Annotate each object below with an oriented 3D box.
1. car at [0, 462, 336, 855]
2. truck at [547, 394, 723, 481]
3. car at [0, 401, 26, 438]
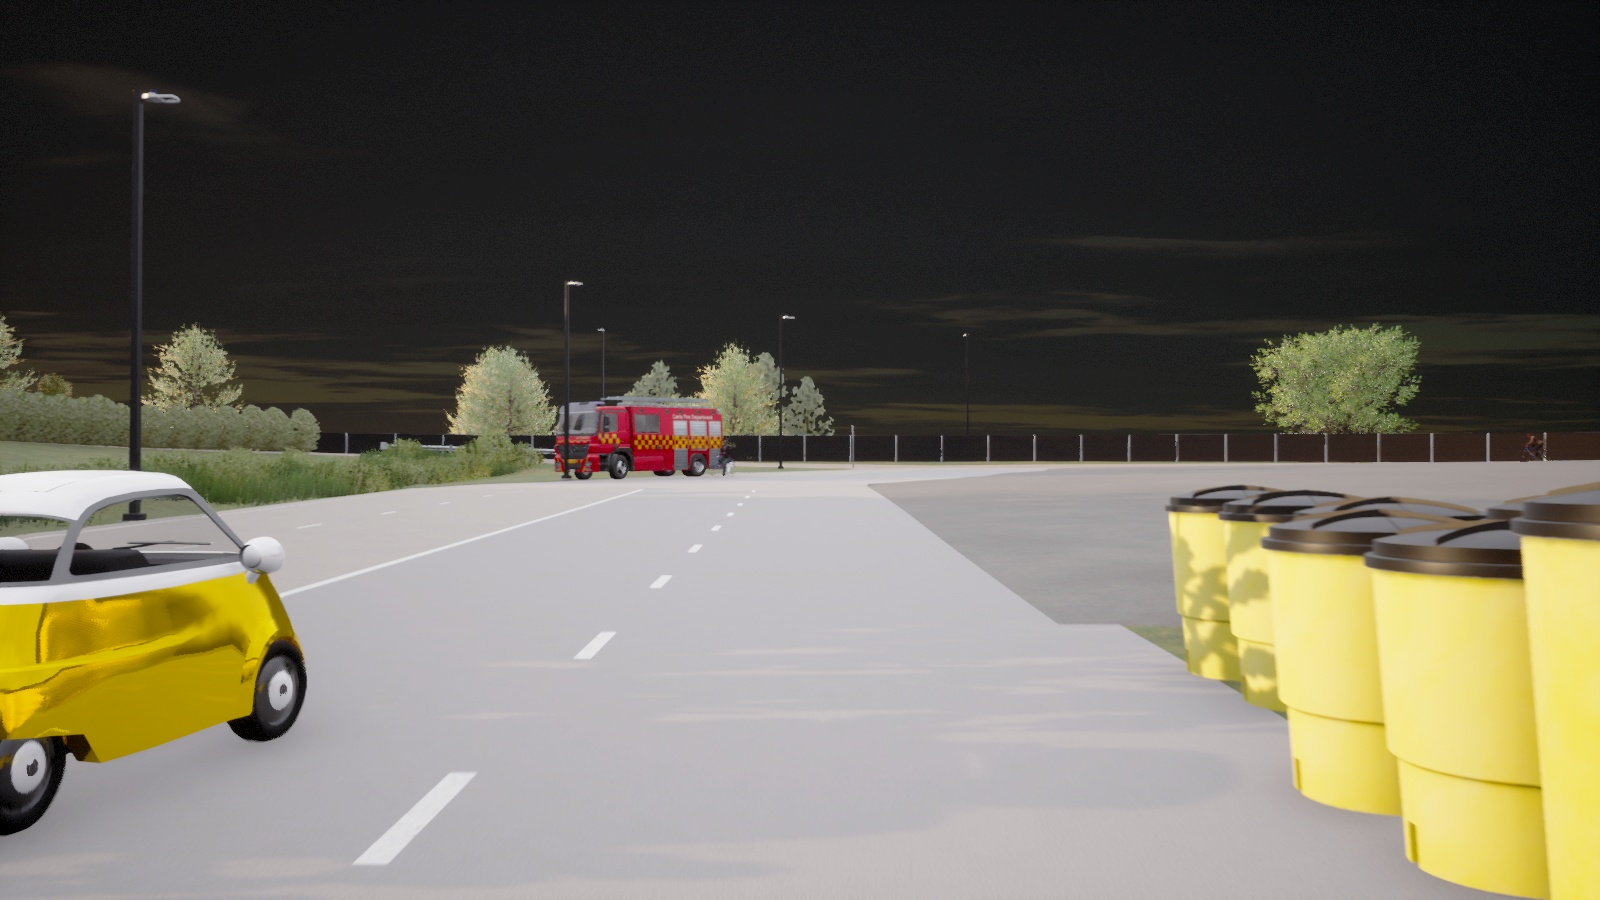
[{"bbox_3d":[-3.326,0.769,5.700,1.481,1.376,2.207,0,1,5],"label":"car"},{"bbox_3d":[-7.631,-0.554,59.149,2.891,3.827,8.468,-1,0,40],"label":"truck"},{"bbox_3d":[-38.607,-1.490,57.944,2.152,1.651,5.027,0,-2,9],"label":"car"}]
